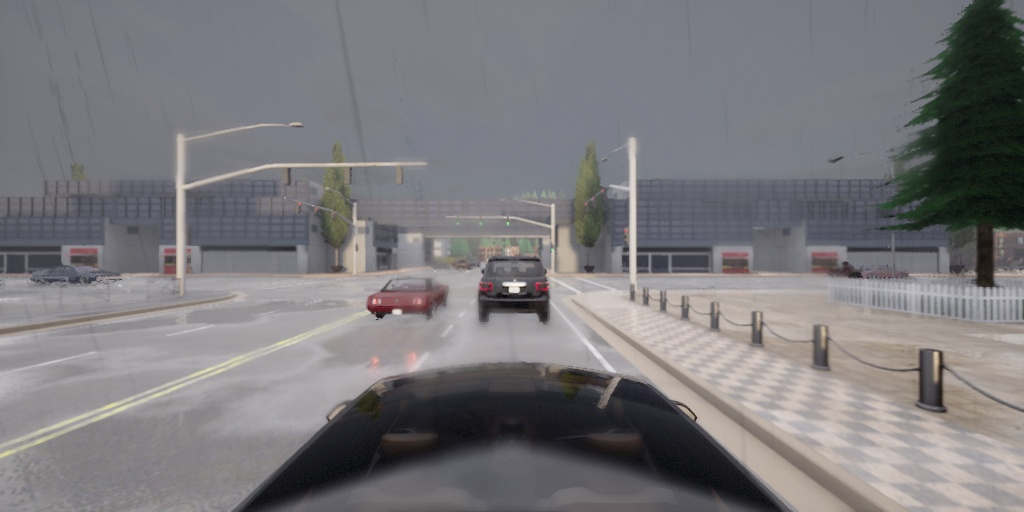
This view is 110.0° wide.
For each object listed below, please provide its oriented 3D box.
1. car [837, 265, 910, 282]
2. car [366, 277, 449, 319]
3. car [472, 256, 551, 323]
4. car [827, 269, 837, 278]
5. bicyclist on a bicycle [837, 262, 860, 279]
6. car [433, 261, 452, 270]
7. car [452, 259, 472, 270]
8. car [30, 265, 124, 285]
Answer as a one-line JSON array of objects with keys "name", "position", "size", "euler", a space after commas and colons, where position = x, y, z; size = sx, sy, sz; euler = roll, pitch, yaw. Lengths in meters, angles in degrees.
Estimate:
[{"name": "car", "position": [30.697, 1.438, 30.283], "size": [4.181, 1.385, 1.994], "euler": [0, 0, 0]}, {"name": "car", "position": [-3.474, 1.400, 12.952], "size": [1.895, 1.301, 4.718], "euler": [0, 0, -1]}, {"name": "car", "position": [0.075, 1.018, 12.407], "size": [2.150, 2.045, 5.566], "euler": [0, 0, 0]}, {"name": "car", "position": [32.658, 1.490, 33.776], "size": [4.718, 1.301, 1.895], "euler": [0, 0, 0]}, {"name": "bicyclist on a bicycle", "position": [18.161, 1.127, 19.342], "size": [0.582, 1.620, 1.656], "euler": [0, -1, 0]}, {"name": "car", "position": [-11.158, 1.552, 56.699], "size": [1.994, 1.385, 4.181], "euler": [0, 0, 1]}, {"name": "car", "position": [-7.659, 1.339, 56.537], "size": [2.097, 1.767, 4.553], "euler": [0, 0, 1]}, {"name": "car", "position": [-32.455, 1.406, 26.784], "size": [5.357, 1.411, 2.033], "euler": [0, 0, 2]}]
